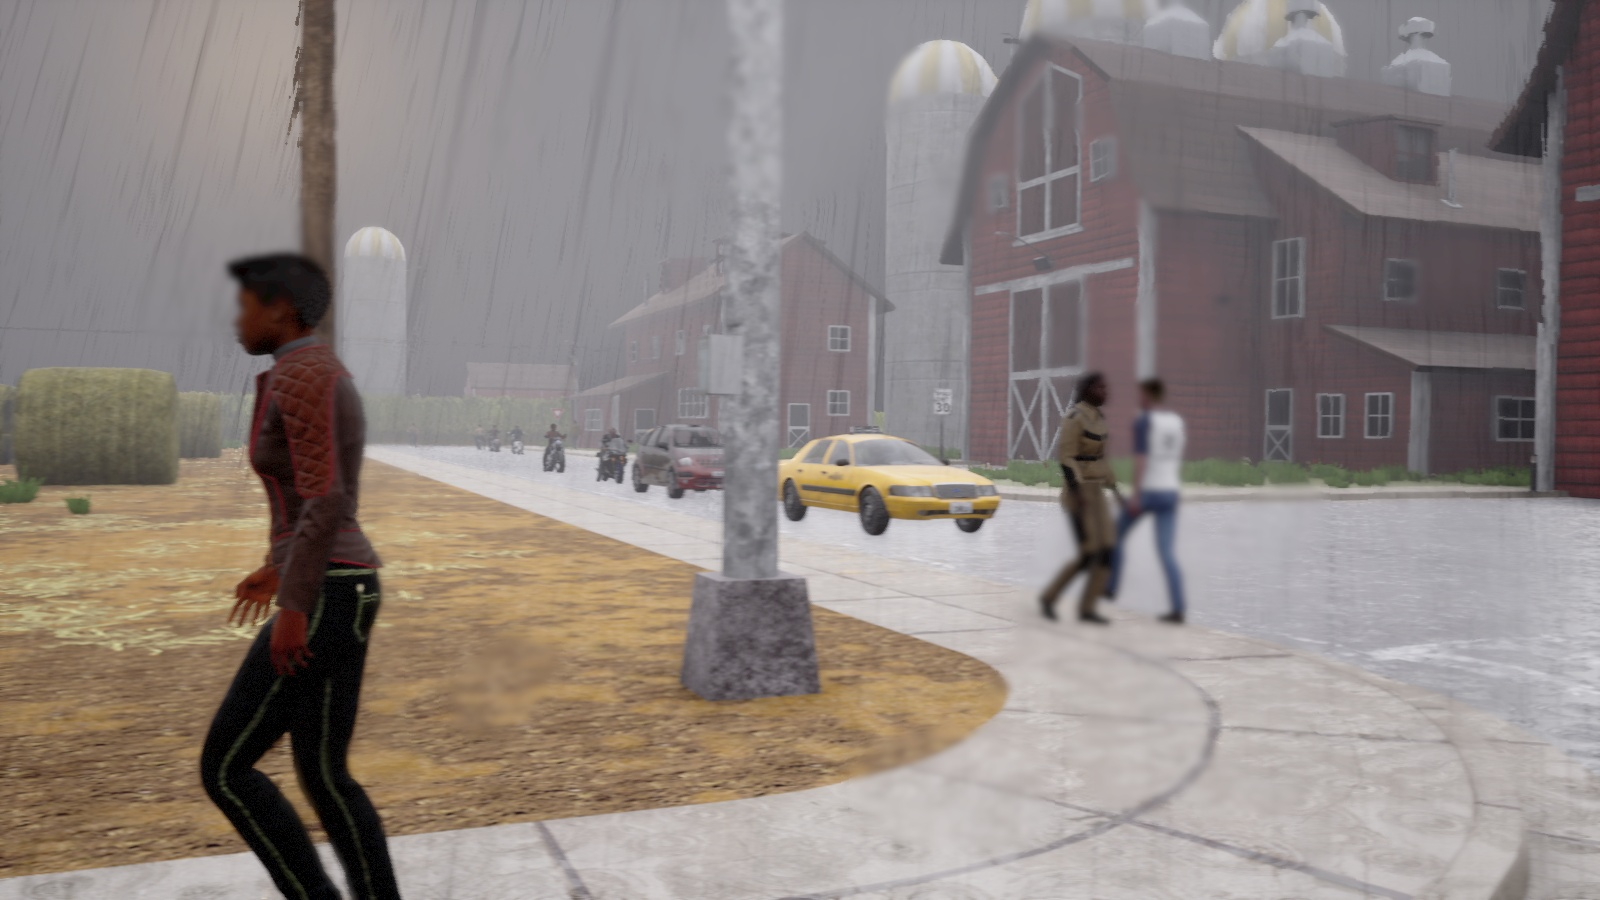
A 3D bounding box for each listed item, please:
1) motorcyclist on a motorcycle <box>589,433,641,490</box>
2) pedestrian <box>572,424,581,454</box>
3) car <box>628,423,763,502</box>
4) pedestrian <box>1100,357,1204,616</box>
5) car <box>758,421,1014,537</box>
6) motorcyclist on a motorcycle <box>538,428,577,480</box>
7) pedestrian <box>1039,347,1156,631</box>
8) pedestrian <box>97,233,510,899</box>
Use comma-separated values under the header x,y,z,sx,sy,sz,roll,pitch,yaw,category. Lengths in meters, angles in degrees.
x,y,z,sx,sy,sz,roll,pitch,yaw,category
-5.126,0.290,34.630,0.866,1.530,2.191,-1,1,-23,motorcyclist on a motorcycle
-13.749,-0.691,77.272,0.431,1.840,0.709,-1,1,-15,pedestrian
-2.428,0.230,28.315,1.851,1.617,3.988,-1,1,-23,car
2.594,0.253,9.289,0.354,1.836,0.706,-1,1,-25,pedestrian
1.152,0.366,19.937,1.801,1.575,5.366,-1,1,-23,car
-8.005,0.108,41.356,0.766,1.649,2.350,-1,1,-23,motorcyclist on a motorcycle
2.111,0.264,8.927,0.396,1.930,0.692,-2,1,-44,pedestrian
-1.176,0.405,3.082,0.869,1.805,0.328,-1,1,-11,pedestrian
